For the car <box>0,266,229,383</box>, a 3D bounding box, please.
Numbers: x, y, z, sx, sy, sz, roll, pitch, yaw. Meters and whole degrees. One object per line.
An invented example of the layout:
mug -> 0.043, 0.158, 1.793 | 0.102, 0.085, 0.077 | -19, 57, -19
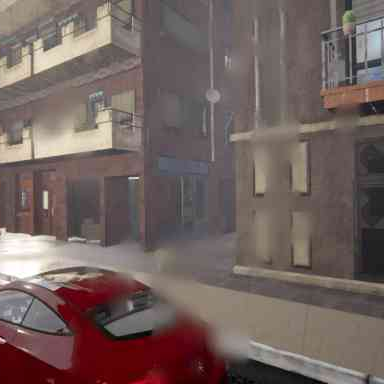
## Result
car -> -1.581, 1.583, 3.979 | 4.206, 1.307, 1.802 | 0, -1, 36
